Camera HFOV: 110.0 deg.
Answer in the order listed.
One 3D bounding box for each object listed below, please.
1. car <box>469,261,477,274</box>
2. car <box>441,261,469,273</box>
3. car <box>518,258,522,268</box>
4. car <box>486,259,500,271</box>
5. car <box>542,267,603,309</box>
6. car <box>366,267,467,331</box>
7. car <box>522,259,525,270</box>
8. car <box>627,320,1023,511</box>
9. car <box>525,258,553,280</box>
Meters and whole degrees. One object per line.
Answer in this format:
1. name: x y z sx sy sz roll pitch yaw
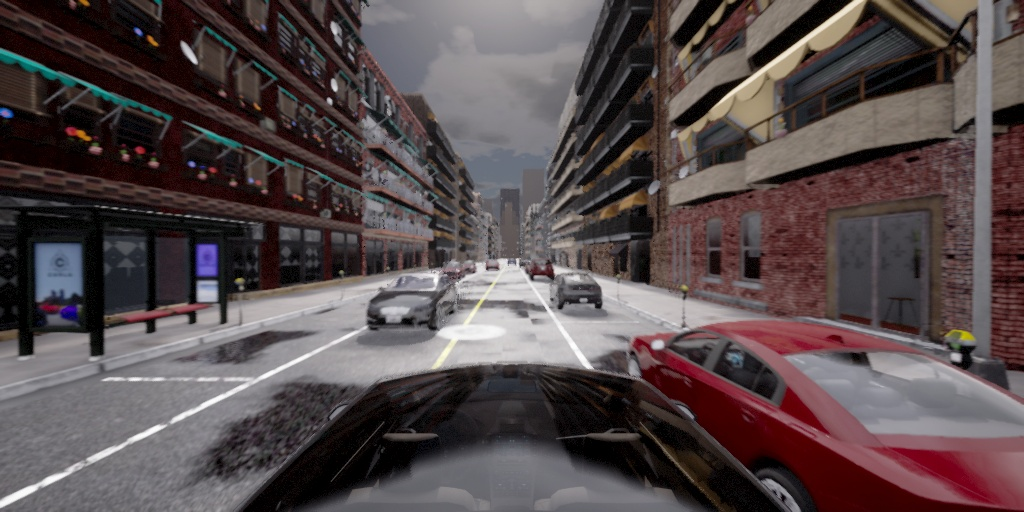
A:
1. car: -5.309 1.293 43.388 1.967 1.591 4.097 0 0 0
2. car: -5.311 1.263 32.085 1.967 1.591 4.097 0 0 0
3. car: 2.240 1.414 64.496 1.837 1.490 4.892 0 0 0
4. car: -2.810 1.356 52.728 1.882 1.535 5.008 0 0 0
5. car: 2.533 1.332 14.857 2.007 1.370 4.403 0 0 0
6. car: -2.850 1.264 11.118 2.128 1.511 4.902 0 0 0
7. car: 2.576 1.292 43.178 1.967 1.591 4.097 0 0 0
8. car: 2.531 1.299 3.528 1.888 1.381 4.507 0 0 0
9. car: 2.558 1.137 31.850 2.192 1.841 5.009 0 0 0
